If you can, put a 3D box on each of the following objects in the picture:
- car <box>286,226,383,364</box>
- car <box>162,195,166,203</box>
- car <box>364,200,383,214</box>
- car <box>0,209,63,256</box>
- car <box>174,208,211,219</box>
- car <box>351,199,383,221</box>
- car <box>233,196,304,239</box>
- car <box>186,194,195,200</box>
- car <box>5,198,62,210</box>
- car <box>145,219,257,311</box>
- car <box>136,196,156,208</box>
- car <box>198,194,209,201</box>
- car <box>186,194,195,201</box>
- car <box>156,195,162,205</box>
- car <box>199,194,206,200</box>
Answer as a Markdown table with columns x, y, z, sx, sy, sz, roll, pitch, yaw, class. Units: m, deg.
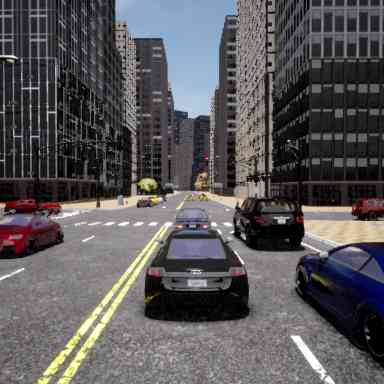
| x | y | z | sx | sy | sz | roll | pitch | yaw | class |
| --- | --- | --- | --- | --- | --- | --- | --- | --- | --- |
| 3.334 | 1.561 | 5.852 | 1.994 | 1.385 | 4.181 | 0 | 0 | -1 | car |
| -6.832 | 1.469 | 66.595 | 1.812 | 1.442 | 4.674 | 0 | 0 | 0 | car |
| 21.646 | 1.643 | 36.272 | 4.829 | 1.417 | 1.752 | 1 | 0 | 1 | car |
| -6.668 | 1.557 | 12.994 | 1.994 | 1.385 | 4.181 | 0 | 0 | 0 | car |
| 0.023 | 1.538 | 17.043 | 2.033 | 1.411 | 5.357 | 0 | 0 | 0 | car |
| 16.075 | 1.520 | 27.960 | 5.009 | 1.841 | 2.192 | 1 | 0 | 1 | car |
| 3.306 | 1.213 | 15.272 | 2.150 | 2.045 | 5.566 | 0 | 0 | -2 | car |
| -0.405 | 1.268 | 89.093 | 2.128 | 1.511 | 4.902 | 0 | 0 | 0 | car |
| -14.474 | 1.373 | 30.563 | 5.008 | 1.535 | 1.882 | 1 | 1 | 6 | car |
| 0.067 | 1.560 | 7.821 | 1.994 | 1.385 | 4.181 | 0 | 0 | -1 | car |
| -6.809 | 1.530 | 48.218 | 1.994 | 1.385 | 4.181 | 0 | 0 | 0 | car |
| 2.893 | 1.396 | 78.690 | 1.882 | 1.535 | 5.008 | 0 | 0 | 0 | car |
| -0.357 | 1.396 | 78.676 | 1.882 | 1.535 | 5.008 | 0 | 0 | 0 | car |
| -6.842 | 1.433 | 57.146 | 1.882 | 1.535 | 5.008 | 0 | 0 | 0 | car |
| 2.845 | 1.243 | 89.107 | 1.837 | 1.490 | 4.892 | 0 | 0 | 0 | car |
